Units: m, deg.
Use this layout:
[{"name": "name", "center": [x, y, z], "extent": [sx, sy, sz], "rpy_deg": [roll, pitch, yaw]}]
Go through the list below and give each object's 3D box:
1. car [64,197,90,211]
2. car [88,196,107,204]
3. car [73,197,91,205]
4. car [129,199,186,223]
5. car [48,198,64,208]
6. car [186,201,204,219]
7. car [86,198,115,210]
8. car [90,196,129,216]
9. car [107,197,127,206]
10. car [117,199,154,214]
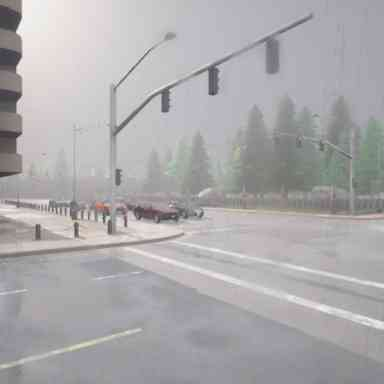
[{"name": "car", "center": [-13.770, 1.544, 41.287], "extent": [2.128, 1.511, 4.902], "rpy_deg": [0, 0, -36]}, {"name": "car", "center": [-18.755, 1.542, 66.031], "extent": [2.128, 1.511, 4.902], "rpy_deg": [0, 0, -36]}, {"name": "car", "center": [-20.823, 1.652, 62.939], "extent": [1.895, 1.301, 4.718], "rpy_deg": [0, 0, -36]}, {"name": "car", "center": [-2.876, 1.531, 26.530], "extent": [1.882, 1.535, 5.008], "rpy_deg": [0, 0, -36]}, {"name": "car", "center": [-20.040, 1.600, 49.838], "extent": [2.033, 1.411, 5.357], "rpy_deg": [0, 0, -36]}, {"name": "car", "center": [-0.891, 1.544, 29.735], "extent": [2.128, 1.511, 4.902], "rpy_deg": [0, 0, -36]}, {"name": "car", "center": [-12.572, 1.600, 45.560], "extent": [2.033, 1.411, 5.357], "rpy_deg": [0, 0, -36]}, {"name": "car", "center": [-8.343, 1.405, 33.925], "extent": [2.097, 1.767, 4.553], "rpy_deg": [0, 0, -36]}, {"name": "car", "center": [-13.245, 1.577, 58.590], "extent": [1.812, 1.442, 4.674], "rpy_deg": [0, 0, -36]}, {"name": "car", "center": [-6.407, 1.544, 37.203], "extent": [2.128, 1.511, 4.902], "rpy_deg": [0, 0, -36]}]
